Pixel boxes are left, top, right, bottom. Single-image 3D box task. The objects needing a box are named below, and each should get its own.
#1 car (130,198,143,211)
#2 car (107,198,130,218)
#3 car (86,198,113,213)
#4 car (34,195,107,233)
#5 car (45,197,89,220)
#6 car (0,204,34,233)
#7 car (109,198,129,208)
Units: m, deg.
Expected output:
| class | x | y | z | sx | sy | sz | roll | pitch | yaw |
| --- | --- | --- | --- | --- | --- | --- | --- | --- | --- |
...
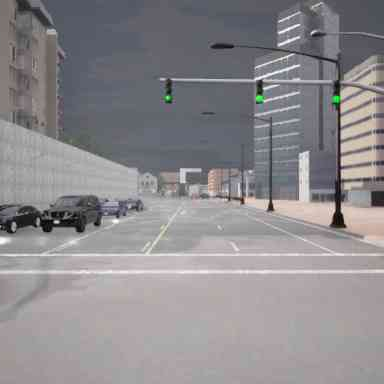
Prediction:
| class | x | y | z | sx | sy | sz | roll | pitch | yaw |
| --- | --- | --- | --- | --- | --- | --- | --- | --- | --- |
| car | -7.105 | 1.491 | 40.205 | 2.128 | 1.511 | 4.902 | 0 | 0 | 0 |
| car | -7.110 | 1.526 | 29.863 | 1.812 | 1.442 | 4.674 | 0 | 0 | 0 |
| car | -10.608 | 1.505 | 38.476 | 1.837 | 1.490 | 4.892 | 0 | 0 | 0 |
| car | -7.104 | 1.221 | 20.222 | 2.150 | 2.045 | 5.566 | 0 | 0 | 0 |
| car | -10.610 | 1.352 | 28.658 | 2.097 | 1.767 | 4.553 | 0 | 0 | 0 |
| car | -10.608 | 1.505 | 19.591 | 1.837 | 1.490 | 4.892 | 0 | 0 | 0 |
| car | -10.574 | 1.601 | 48.536 | 1.895 | 1.301 | 4.718 | 0 | 0 | 0 |
